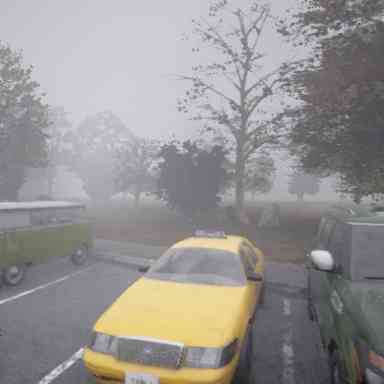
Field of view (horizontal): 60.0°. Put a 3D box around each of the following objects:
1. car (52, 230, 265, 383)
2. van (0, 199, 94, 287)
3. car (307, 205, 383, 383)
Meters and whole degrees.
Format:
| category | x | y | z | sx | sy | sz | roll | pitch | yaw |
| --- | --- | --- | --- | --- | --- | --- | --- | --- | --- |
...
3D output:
| category | x | y | z | sx | sy | sz | roll | pitch | yaw |
| --- | --- | --- | --- | --- | --- | --- | --- | --- | --- |
| car | 0.246 | 1.477 | 5.698 | 1.946 | 1.575 | 5.366 | 1 | -1 | 15 |
| van | -4.514 | 1.250 | 9.430 | 1.878 | 1.987 | 4.442 | 0 | -1 | 16 |
| car | 2.687 | 1.233 | 4.130 | 2.435 | 2.045 | 5.566 | 1 | -1 | 16 |
